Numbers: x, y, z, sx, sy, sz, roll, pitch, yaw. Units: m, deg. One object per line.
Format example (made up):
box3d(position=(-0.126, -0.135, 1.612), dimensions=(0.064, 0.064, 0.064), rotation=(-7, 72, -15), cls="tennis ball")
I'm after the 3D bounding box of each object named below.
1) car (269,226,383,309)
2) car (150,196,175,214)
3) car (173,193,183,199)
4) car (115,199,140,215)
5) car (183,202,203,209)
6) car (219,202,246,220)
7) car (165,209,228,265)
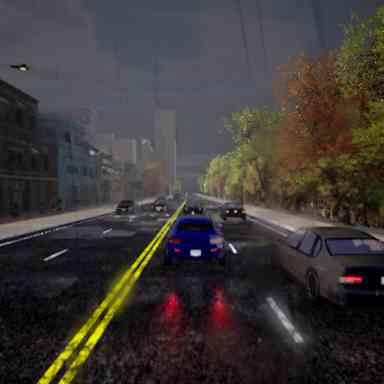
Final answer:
box3d(position=(3.348, 1.552, 8.147), dimensions=(2.033, 1.411, 5.357), rotation=(0, 0, 0), cls="car")
box3d(position=(-3.345, 1.512, 35.826), dimensions=(2.128, 1.511, 4.902), rotation=(0, 0, 0), cls="car")
box3d(position=(-3.259, 1.179, 77.383), dimensions=(2.150, 2.045, 5.566), rotation=(0, 0, 0), cls="car")
box3d(position=(-6.596, 1.524, 34.442), dimensions=(1.837, 1.490, 4.892), rotation=(0, 0, 0), cls="car")
box3d(position=(0.097, 1.618, 32.362), dimensions=(1.895, 1.301, 4.718), rotation=(0, 0, 0), cls="car")
box3d(position=(3.348, 1.563, 28.019), dimensions=(2.033, 1.411, 5.357), rotation=(0, 0, 0), cls="car")
box3d(position=(0.111, 1.532, 11.569), dimensions=(1.812, 1.442, 4.674), rotation=(0, 0, 0), cls="car")
